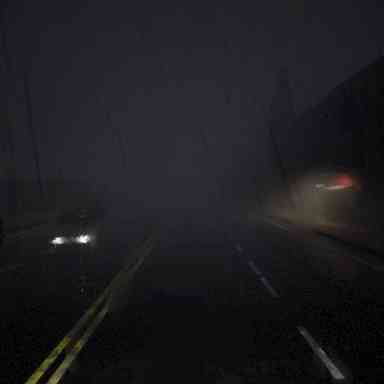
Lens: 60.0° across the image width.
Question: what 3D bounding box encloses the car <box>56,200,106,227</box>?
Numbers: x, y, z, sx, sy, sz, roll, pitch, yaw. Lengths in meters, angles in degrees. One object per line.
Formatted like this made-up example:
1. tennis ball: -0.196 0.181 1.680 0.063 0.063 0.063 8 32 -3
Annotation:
1. car: -7.032 1.292 21.482 1.882 1.535 5.008 0 1 0

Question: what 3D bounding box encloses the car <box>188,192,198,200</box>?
1. car: 0.150 0.960 67.313 1.994 1.385 4.181 0 1 0

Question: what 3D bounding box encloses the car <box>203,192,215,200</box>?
1. car: 3.649 0.902 66.888 1.837 1.490 4.892 0 1 0

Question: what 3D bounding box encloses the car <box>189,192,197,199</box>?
1. car: 0.173 0.783 77.312 1.837 1.490 4.892 0 1 0

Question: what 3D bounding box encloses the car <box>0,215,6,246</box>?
1. car: -7.085 1.155 8.454 2.150 2.045 5.566 0 0 0

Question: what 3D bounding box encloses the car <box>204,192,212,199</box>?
1. car: 3.673 0.804 77.304 1.812 1.442 4.674 0 1 0
